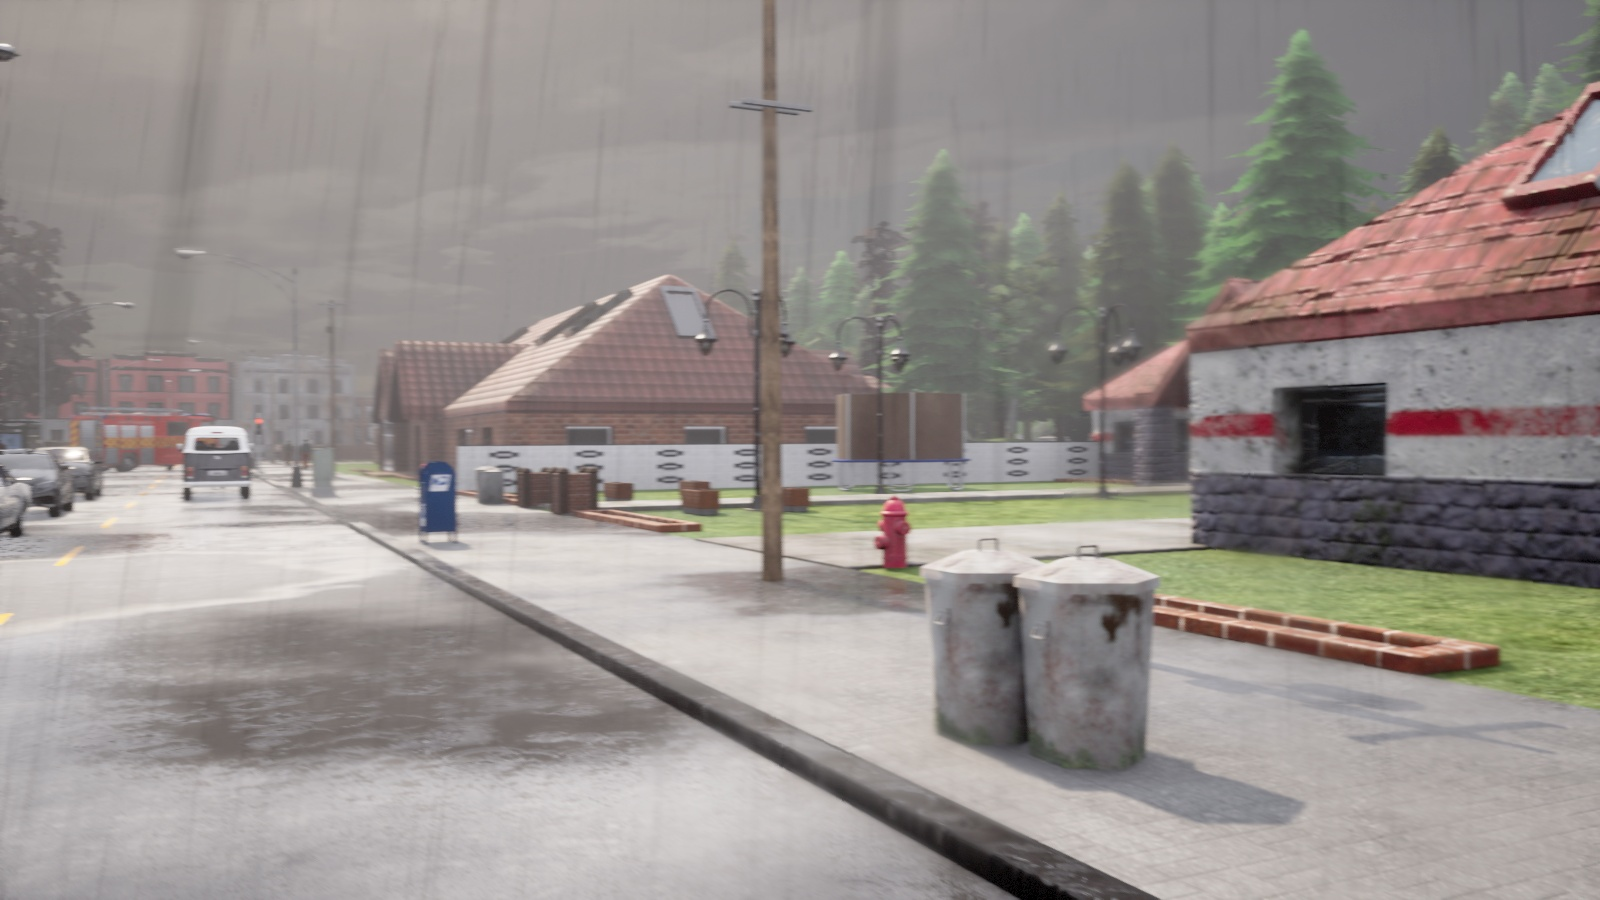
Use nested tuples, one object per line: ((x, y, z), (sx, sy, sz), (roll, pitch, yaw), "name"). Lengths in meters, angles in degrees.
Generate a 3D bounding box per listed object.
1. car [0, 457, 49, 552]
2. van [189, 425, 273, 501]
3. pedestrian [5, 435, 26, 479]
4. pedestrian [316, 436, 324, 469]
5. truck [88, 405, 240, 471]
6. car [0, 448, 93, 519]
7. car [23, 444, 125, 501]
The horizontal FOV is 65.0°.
((-13.063, 0.788, 19.532), (1.895, 1.301, 4.718), (0, 0, -25), "car")
((-16.443, 0.326, 36.273), (2.069, 2.038, 4.480), (0, 0, -25), "van")
((-33.561, 0.284, 53.725), (0.634, 1.844, 0.899), (0, 0, -23), "pedestrian")
((-27.233, 0.152, 71.175), (0.353, 1.847, 0.614), (0, 0, -27), "pedestrian")
((-38.838, -0.706, 77.100), (2.891, 3.827, 8.468), (0, 0, 23), "truck")
((-16.919, 0.681, 27.816), (1.812, 1.442, 4.674), (0, 0, -25), "car")
((-20.831, 0.579, 36.226), (2.128, 1.511, 4.902), (0, 0, -25), "car")
